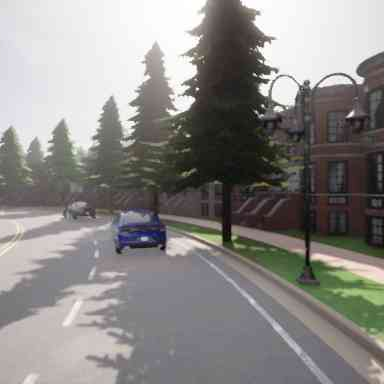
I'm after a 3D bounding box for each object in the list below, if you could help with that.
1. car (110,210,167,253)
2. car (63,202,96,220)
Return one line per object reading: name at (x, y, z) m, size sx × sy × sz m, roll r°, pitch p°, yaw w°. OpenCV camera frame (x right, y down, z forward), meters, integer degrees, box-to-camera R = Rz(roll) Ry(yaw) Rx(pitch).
car at (-2.352, 1.486, 13.977) m, size 1.882 × 1.535 × 5.008 m, roll 0°, pitch 0°, yaw -16°
car at (-9.826, 1.569, 28.940) m, size 1.812 × 1.442 × 4.674 m, roll 0°, pitch 0°, yaw -35°
